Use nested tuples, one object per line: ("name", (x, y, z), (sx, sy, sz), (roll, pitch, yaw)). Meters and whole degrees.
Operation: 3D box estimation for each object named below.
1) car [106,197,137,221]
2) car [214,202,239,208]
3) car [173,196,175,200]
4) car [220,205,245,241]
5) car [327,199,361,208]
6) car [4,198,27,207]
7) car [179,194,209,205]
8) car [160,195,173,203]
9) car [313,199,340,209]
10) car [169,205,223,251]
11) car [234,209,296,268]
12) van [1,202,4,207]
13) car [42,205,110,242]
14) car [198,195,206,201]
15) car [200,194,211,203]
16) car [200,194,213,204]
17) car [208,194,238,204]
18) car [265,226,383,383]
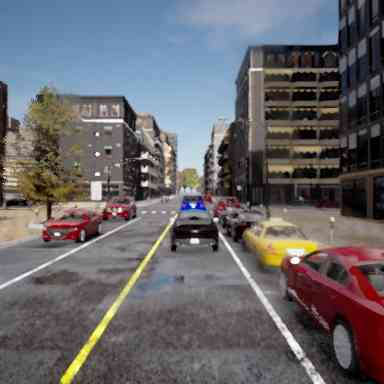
("car", (-5.753, 1.307, 27.158), (2.192, 1.841, 5.009), (1, 0, 0))
("car", (2.697, 1.559, 21.730), (1.947, 1.339, 4.313), (1, 0, 0))
("car", (-5.702, 1.503, 93.488), (1.752, 1.417, 4.829), (1, 0, 0))
("car", (2.699, 1.560, 16.292), (1.947, 1.339, 4.313), (1, 0, 0))
("car", (22.783, 1.711, 49.924), (4.313, 1.339, 1.947), (0, -1, 0))
("car", (-26.277, 1.555, 49.809), (4.313, 1.339, 1.947), (0, -1, 0))
("car", (0.092, 1.212, 28.808), (2.150, 2.045, 5.566), (0, 0, 0))
("car", (-5.818, 1.532, 70.874), (2.008, 1.369, 4.403), (1, 0, 0))
("car", (17.271, 1.555, 41.532), (4.206, 1.307, 1.802), (0, -1, 0))
("car", (0.096, 1.499, 14.149), (1.837, 1.490, 4.892), (0, 0, 0))
("car", (2.701, 1.522, 11.022), (1.752, 1.417, 4.829), (1, 0, 0))
("van", (-26.256, 1.178, 41.435), (3.998, 1.788, 1.690), (0, -1, 0))
("car", (-5.682, 1.539, 16.270), (1.887, 1.381, 4.507), (1, 0, 0))
("car", (2.680, 1.544, 88.025), (1.947, 1.339, 4.313), (1, 0, 0))
("car", (2.810, 1.296, 70.941), (2.192, 1.841, 5.009), (1, 0, 0))
("car", (2.820, 1.297, 65.241), (2.192, 1.841, 5.009), (1, 0, 0))
("car", (2.774, 1.306, 27.166), (2.192, 1.841, 5.009), (1, 0, 0))
("car", (2.702, 1.543, 5.412), (1.887, 1.381, 4.507), (1, 0, 0))
